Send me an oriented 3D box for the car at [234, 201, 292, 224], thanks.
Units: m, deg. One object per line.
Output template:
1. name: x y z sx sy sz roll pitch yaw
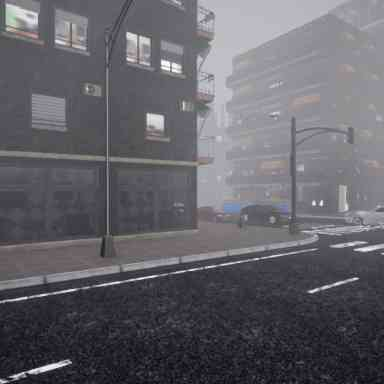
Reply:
1. car: 6.015 1.737 27.078 1.837 1.490 4.892 0 -1 -35

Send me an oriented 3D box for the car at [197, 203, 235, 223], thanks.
1. car: 1.653 1.874 28.643 1.802 1.307 4.206 -1 0 -37

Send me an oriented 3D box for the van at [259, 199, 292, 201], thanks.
1. van: 8.372 1.602 33.588 1.690 1.788 3.998 -1 0 -37

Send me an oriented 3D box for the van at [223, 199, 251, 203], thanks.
1. van: 5.038 1.676 38.090 1.690 1.788 3.998 -1 0 -37

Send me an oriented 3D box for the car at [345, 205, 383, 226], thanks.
1. car: 13.361 1.648 23.400 4.674 1.442 1.812 -1 1 24
